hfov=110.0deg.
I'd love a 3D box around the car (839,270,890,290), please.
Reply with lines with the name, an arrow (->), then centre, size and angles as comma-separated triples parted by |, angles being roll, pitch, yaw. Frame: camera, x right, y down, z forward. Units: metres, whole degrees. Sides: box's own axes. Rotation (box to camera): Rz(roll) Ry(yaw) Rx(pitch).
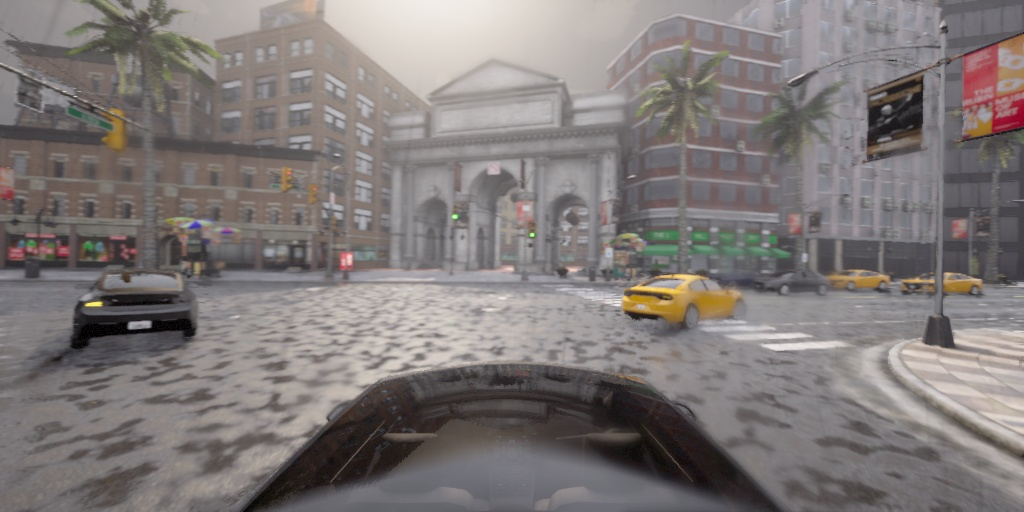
car -> 26.945, 1.847, 28.217 | 5.008, 1.535, 1.882 | 0, 0, -11

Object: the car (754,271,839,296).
car -> 17.530, 1.664, 22.594 | 4.892, 1.490, 1.837 | 1, 0, -13

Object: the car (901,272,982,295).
car -> 30.254, 1.911, 25.313 | 5.008, 1.535, 1.882 | 1, 0, -10

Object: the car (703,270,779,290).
car -> 16.541, 1.745, 25.968 | 4.718, 1.301, 1.895 | 1, 0, -13

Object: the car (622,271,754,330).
car -> 5.773, 1.368, 11.828 | 5.008, 1.535, 1.882 | 1, -1, -35

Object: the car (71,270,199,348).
car -> -9.018, 1.077, 8.724 | 4.892, 1.490, 1.837 | 1, -2, 44
